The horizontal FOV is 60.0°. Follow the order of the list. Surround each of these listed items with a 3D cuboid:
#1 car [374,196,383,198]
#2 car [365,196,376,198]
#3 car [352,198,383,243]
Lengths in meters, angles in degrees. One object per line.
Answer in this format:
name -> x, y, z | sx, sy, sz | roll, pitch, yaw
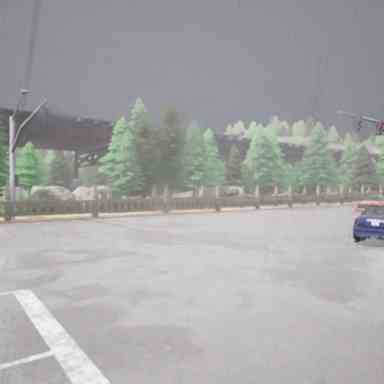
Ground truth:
car -> 19.086, 1.336, 30.449 | 4.902, 1.511, 2.128 | 0, 0, -36
car -> 18.827, 1.187, 34.577 | 4.553, 1.767, 2.097 | 0, 0, -35
car -> 9.032, 1.278, 14.488 | 4.553, 1.767, 2.097 | 0, 0, -36
